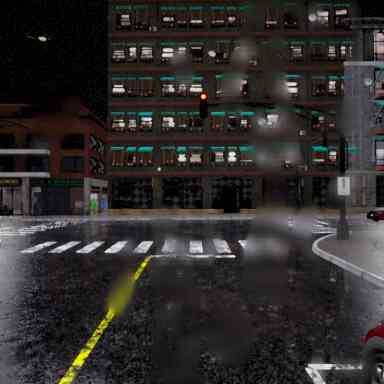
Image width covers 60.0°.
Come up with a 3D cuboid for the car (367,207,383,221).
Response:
[{"bbox_3d":[14.796,1.452,23.616,4.181,1.385,1.994,-1,-1,1],"label":"car"}]

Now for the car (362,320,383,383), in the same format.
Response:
[{"bbox_3d":[2.753,1.441,1.902,1.967,1.590,4.097,1,0,0],"label":"car"}]
